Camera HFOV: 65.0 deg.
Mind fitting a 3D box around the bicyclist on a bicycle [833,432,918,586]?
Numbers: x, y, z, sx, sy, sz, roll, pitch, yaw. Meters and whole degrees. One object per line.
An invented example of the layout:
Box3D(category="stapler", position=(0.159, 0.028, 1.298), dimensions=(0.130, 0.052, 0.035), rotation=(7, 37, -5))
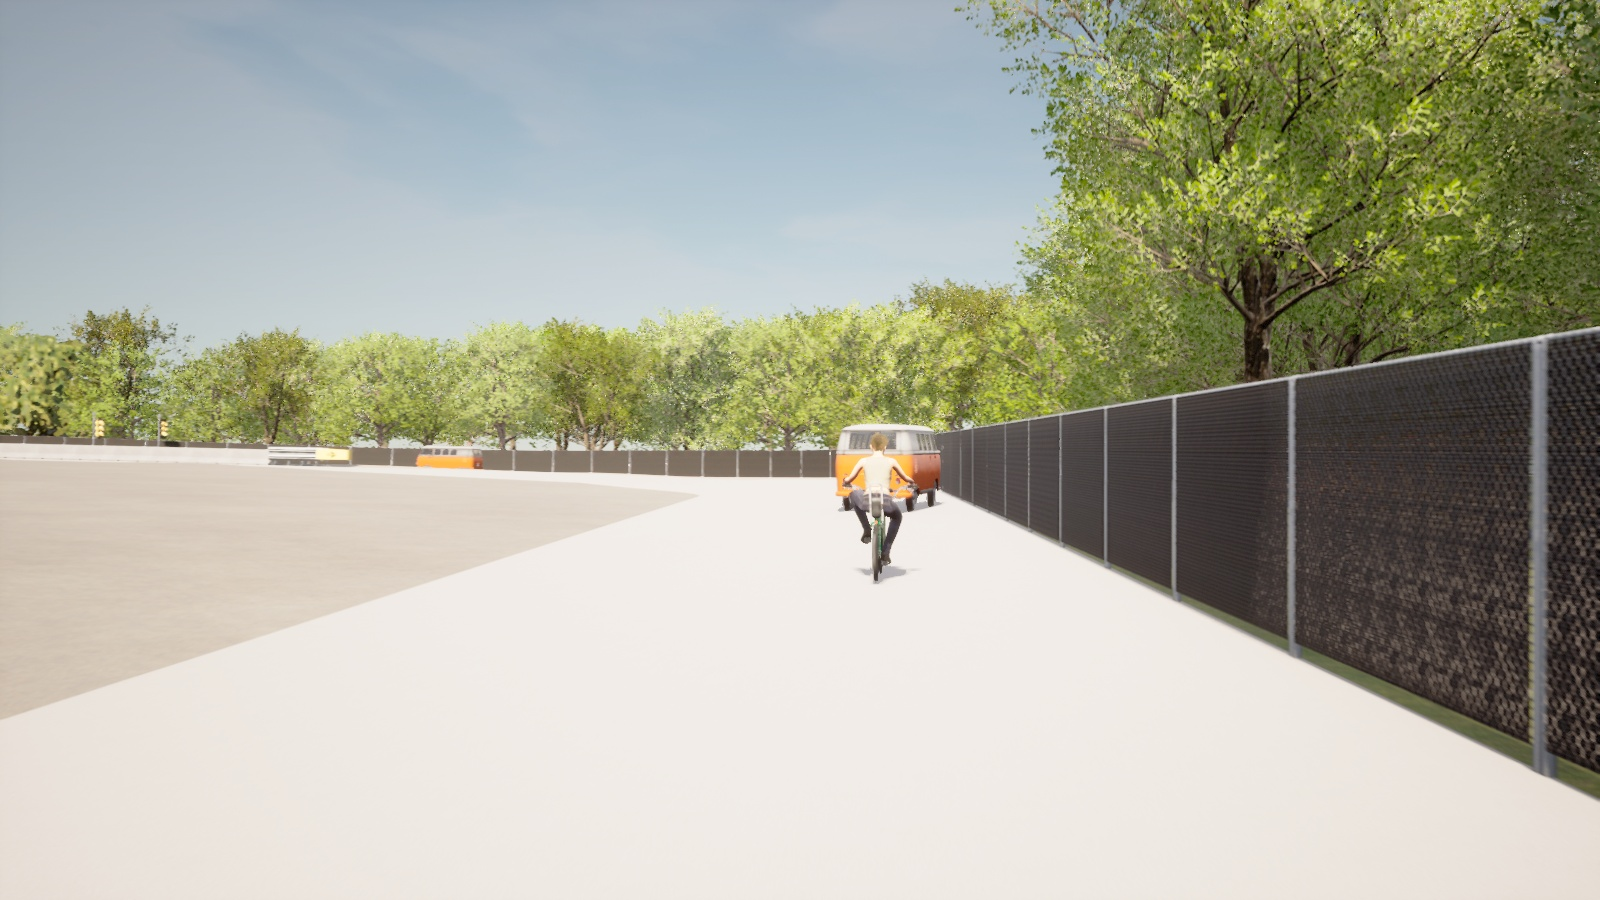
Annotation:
Box3D(category="bicyclist on a bicycle", position=(0.872, 0.620, 14.036), dimensions=(0.866, 1.612, 1.509), rotation=(0, 0, 6))

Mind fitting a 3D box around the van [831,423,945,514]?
Box3D(category="van", position=(2.173, 0.387, 29.767), dimensions=(1.775, 1.987, 4.442), rotation=(0, 0, 16))

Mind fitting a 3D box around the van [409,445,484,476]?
Box3D(category="van", position=(-23.719, 0.692, 84.334), dimensions=(4.442, 1.987, 1.775), rotation=(1, -2, 11))
